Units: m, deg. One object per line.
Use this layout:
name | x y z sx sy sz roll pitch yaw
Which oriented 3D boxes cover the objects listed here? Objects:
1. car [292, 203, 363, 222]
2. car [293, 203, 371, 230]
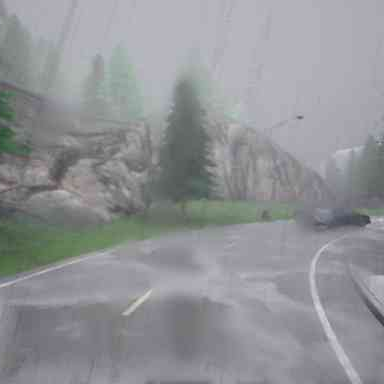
car | 11.425 1.680 28.280 5.357 1.411 2.033 0 0 22
car | 9.359 1.647 21.777 5.357 1.411 2.033 1 0 -30
